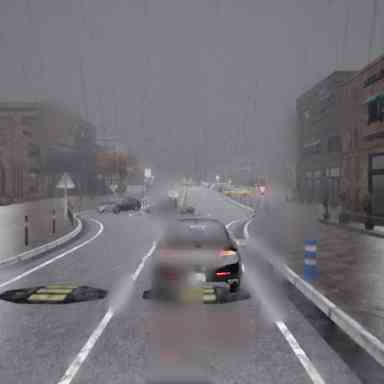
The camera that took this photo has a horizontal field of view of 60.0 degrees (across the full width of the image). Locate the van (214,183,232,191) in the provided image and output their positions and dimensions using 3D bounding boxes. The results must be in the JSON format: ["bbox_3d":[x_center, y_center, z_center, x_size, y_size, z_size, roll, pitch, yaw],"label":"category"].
[{"bbox_3d":[7.975,-1.257,86.762,4.442,1.987,1.878,0,2,-1],"label":"van"}]

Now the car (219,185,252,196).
[{"bbox_3d":[8.001,0.044,59.350,5.366,1.575,1.946,0,3,-1],"label":"car"}]

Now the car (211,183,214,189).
[{"bbox_3d":[7.896,-0.943,84.135,5.008,1.535,2.097,0,2,-1],"label":"car"}]

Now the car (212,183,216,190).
[{"bbox_3d":[7.963,-0.747,78.628,4.892,1.521,2.231,0,2,-1],"label":"car"}]

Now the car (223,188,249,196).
[{"bbox_3d":[8.157,-0.037,62.109,4.674,1.452,2.002,0,2,-1],"label":"car"}]

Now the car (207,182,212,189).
[{"bbox_3d":[7.763,-1.460,92.393,5.566,2.045,2.435,0,2,-1],"label":"car"}]

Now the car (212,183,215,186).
[{"bbox_3d":[7.894,-0.818,81.382,4.792,1.488,2.163,0,2,-1],"label":"car"}]

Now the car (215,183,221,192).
[{"bbox_3d":[8.117,-0.566,67.602,5.566,2.045,2.435,0,2,-1],"label":"car"}]

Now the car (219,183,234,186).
[{"bbox_3d":[8.089,-0.324,64.854,4.553,1.767,2.185,0,2,-1],"label":"car"}]

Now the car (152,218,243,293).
[{"bbox_3d":[0.107,1.420,8.537,2.128,1.511,4.902,0,-1,0],"label":"car"}]

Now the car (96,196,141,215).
[{"bbox_3d":[-6.513,1.171,29.706,2.128,1.511,4.902,-1,1,25],"label":"car"}]
